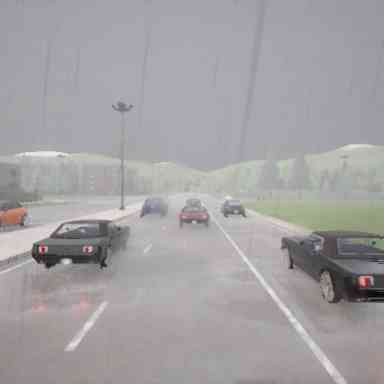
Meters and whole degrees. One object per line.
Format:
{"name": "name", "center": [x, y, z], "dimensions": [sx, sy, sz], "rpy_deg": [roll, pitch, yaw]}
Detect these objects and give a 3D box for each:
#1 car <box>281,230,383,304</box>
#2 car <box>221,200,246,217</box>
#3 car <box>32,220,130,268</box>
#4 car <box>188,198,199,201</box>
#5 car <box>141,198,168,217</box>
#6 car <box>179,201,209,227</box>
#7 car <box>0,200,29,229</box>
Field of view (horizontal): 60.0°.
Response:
{"name": "car", "center": [3.618, 1.583, 8.043], "dimensions": [1.895, 1.301, 4.718], "rpy_deg": [0, 0, 0]}
{"name": "car", "center": [3.649, 1.461, 29.795], "dimensions": [1.812, 1.442, 4.674], "rpy_deg": [0, 0, 0]}
{"name": "car", "center": [-3.376, 1.575, 11.188], "dimensions": [1.895, 1.301, 4.718], "rpy_deg": [0, 0, 0]}
{"name": "car", "center": [0.186, 1.457, 41.161], "dimensions": [2.033, 1.411, 5.357], "rpy_deg": [0, 0, 0]}
{"name": "car", "center": [-3.337, 1.284, 30.530], "dimensions": [2.097, 1.767, 4.553], "rpy_deg": [0, 0, 0]}
{"name": "car", "center": [0.146, 1.551, 22.532], "dimensions": [1.895, 1.301, 4.718], "rpy_deg": [0, 0, 0]}
{"name": "car", "center": [-11.531, 1.306, 19.387], "dimensions": [2.097, 1.767, 4.553], "rpy_deg": [0, 0, 0]}
